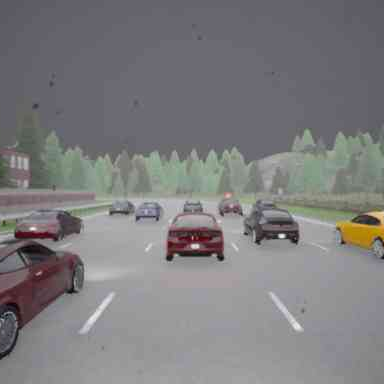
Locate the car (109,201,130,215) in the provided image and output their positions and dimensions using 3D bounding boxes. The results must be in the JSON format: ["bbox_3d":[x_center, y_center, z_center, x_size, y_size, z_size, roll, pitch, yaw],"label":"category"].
[{"bbox_3d":[-6.898,1.553,33.251,1.994,1.385,4.181,0,0,0],"label":"car"}]

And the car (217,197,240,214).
[{"bbox_3d":[3.602,1.339,32.479,2.097,1.767,4.553,0,0,0],"label":"car"}]

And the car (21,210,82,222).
[{"bbox_3d":[-6.899,1.559,16.448,1.994,1.385,4.181,0,0,0],"label":"car"}]

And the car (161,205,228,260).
[{"bbox_3d":[0.101,1.473,12.471,1.882,1.535,5.008,0,0,0],"label":"car"}]

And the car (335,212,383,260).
[{"bbox_3d":[7.101,1.473,12.434,1.882,1.535,5.008,0,0,0],"label":"car"}]

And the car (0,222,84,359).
[{"bbox_3d":[-3.408,1.524,5.802,1.812,1.442,4.674,0,0,0],"label":"car"}]

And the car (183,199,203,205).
[{"bbox_3d":[0.103,1.481,33.151,2.128,1.511,4.902,0,0,0],"label":"car"}]

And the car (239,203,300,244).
[{"bbox_3d":[3.601,1.500,15.750,1.837,1.490,4.892,0,0,0],"label":"car"}]

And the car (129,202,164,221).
[{"bbox_3d":[-3.399,1.538,27.117,2.033,1.411,5.357,0,0,0],"label":"car"}]

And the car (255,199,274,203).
[{"bbox_3d":[7.102,1.495,32.803,1.837,1.490,4.892,0,1,0],"label":"car"}]
